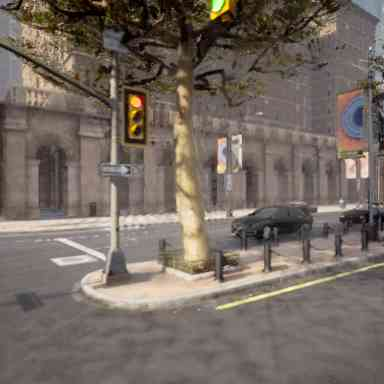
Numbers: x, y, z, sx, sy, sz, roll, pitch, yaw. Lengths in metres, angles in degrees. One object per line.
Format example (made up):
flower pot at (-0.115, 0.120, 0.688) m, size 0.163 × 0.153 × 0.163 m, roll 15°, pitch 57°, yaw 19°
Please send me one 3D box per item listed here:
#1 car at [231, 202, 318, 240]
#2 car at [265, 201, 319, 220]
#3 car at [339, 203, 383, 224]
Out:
car at (4.126, 1.454, 16.754) m, size 4.892 × 1.490 × 1.837 m, roll 0°, pitch 0°, yaw -35°
car at (8.459, 1.504, 28.015) m, size 4.718 × 1.301 × 1.895 m, roll 0°, pitch 0°, yaw -36°
car at (12.194, 1.457, 22.487) m, size 5.357 × 1.411 × 2.033 m, roll 0°, pitch 0°, yaw -35°
